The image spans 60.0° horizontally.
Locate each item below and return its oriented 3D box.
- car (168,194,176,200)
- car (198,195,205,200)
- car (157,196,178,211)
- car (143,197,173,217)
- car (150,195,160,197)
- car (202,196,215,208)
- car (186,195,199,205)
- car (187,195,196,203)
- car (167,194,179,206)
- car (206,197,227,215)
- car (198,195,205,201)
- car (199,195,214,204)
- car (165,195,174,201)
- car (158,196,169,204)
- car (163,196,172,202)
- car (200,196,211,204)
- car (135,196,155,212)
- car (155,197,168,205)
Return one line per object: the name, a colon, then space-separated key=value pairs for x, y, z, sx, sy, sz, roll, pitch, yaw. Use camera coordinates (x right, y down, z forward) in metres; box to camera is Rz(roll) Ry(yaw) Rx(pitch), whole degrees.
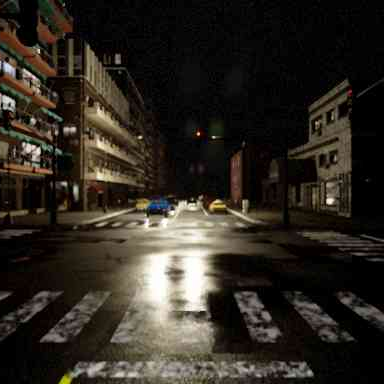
car: x=-5.717 y=1.453 z=95.479 sx=2.192 sy=1.841 sz=5.009 roll=0 pitch=0 yaw=0
car: x=2.662 y=1.688 z=95.481 sx=2.008 sy=1.369 sz=4.403 roll=0 pitch=0 yaw=0
car: x=-3.091 y=1.559 z=41.641 sx=1.812 sy=1.442 sz=4.674 roll=0 pitch=0 yaw=0
car: x=-3.109 y=1.500 z=31.414 sx=1.882 sy=1.535 sz=5.008 roll=0 pitch=0 yaw=0
car: x=-5.703 y=1.361 z=51.164 sx=2.192 sy=1.841 sz=5.009 roll=0 pitch=0 yaw=0
car: x=2.678 y=1.620 z=45.628 sx=1.802 sy=1.307 sz=4.206 roll=0 pitch=0 yaw=0
car: x=-0.019 y=1.609 z=60.938 sx=2.033 sy=1.411 sz=5.357 roll=0 pitch=0 yaw=0
car: x=-0.021 y=1.449 z=71.358 sx=1.882 sy=1.535 sz=5.008 roll=0 pitch=0 yaw=0
car: x=-3.082 y=1.554 z=53.021 sx=1.837 sy=1.490 sz=4.892 roll=0 pitch=0 yaw=0
car: x=2.682 y=1.551 z=34.720 sx=1.752 sy=1.417 sz=4.829 roll=0 pitch=0 yaw=0
car: x=2.664 y=1.649 z=90.112 sx=1.752 sy=1.417 sz=4.829 roll=0 pitch=0 yaw=0
car: x=2.678 y=1.361 z=51.168 sx=2.192 sy=1.841 sz=5.009 roll=0 pitch=0 yaw=0
car: x=-5.714 y=1.550 z=84.399 sx=1.967 sy=1.590 sz=4.097 roll=0 pitch=0 yaw=0
car: x=-5.709 y=1.600 z=67.611 sx=1.752 sy=1.417 sz=4.829 roll=0 pitch=0 yaw=0
car: x=-5.713 y=1.643 z=78.861 sx=1.887 sy=1.381 sz=4.507 roll=0 pitch=0 yaw=0
car: x=2.672 y=1.626 z=67.785 sx=2.008 sy=1.369 sz=4.403 roll=0 pitch=0 yaw=0
car: x=-5.700 y=1.557 z=39.915 sx=1.752 sy=1.417 sz=4.829 roll=0 pitch=0 yaw=0
car: x=-5.708 y=1.615 z=62.242 sx=2.008 sy=1.369 sz=4.403 roll=0 pitch=0 yaw=0
